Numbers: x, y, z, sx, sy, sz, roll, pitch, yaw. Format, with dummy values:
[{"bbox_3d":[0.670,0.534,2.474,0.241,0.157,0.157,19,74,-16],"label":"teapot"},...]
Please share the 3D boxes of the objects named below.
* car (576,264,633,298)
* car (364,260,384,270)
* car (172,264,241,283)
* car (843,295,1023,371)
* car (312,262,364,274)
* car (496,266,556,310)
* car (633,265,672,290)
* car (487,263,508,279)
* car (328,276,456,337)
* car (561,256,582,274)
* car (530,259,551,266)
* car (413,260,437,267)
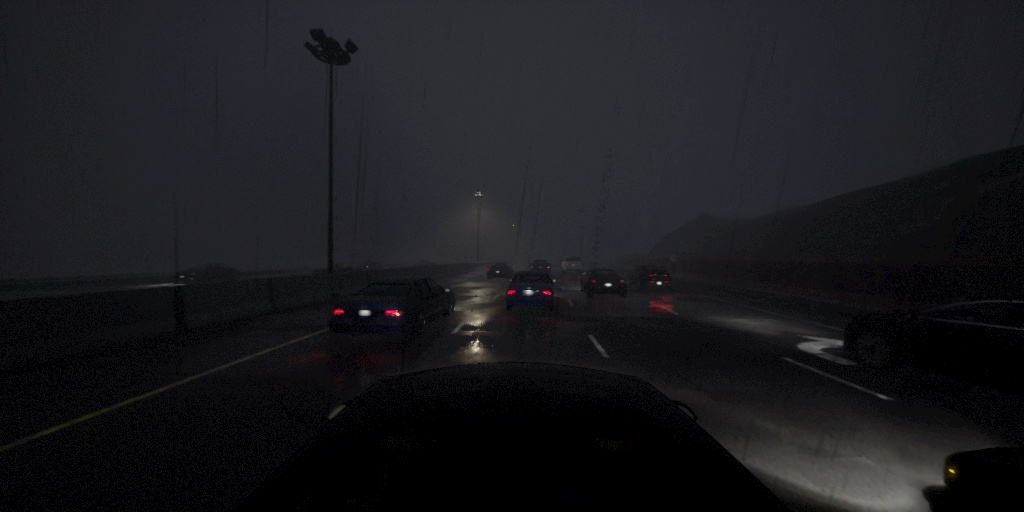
[{"bbox_3d":[4.745,1.335,18.991,1.994,1.385,4.181,0,0,5],"label":"car"},{"bbox_3d":[-17.578,1.239,44.386,1.812,1.442,4.674,0,0,6],"label":"car"},{"bbox_3d":[-22.831,1.255,27.001,1.994,1.385,4.181,0,0,6],"label":"car"},{"bbox_3d":[7.232,1.265,4.837,2.128,1.511,4.902,0,0,1],"label":"car"},{"bbox_3d":[-15.356,1.316,31.523,1.895,1.301,4.718,0,0,6],"label":"car"},{"bbox_3d":[0.820,1.305,14.792,2.033,1.411,5.357,0,0,5],"label":"car"},{"bbox_3d":[8.620,1.289,22.833,1.837,1.490,4.892,0,0,5],"label":"car"},{"bbox_3d":[-1.015,1.323,32.270,1.994,1.385,4.181,0,0,6],"label":"car"},{"bbox_3d":[-3.041,1.292,10.313,2.033,1.411,5.357,0,0,4],"label":"car"},{"bbox_3d":[6.942,1.008,41.723,2.150,2.045,5.566,0,0,6],"label":"car"},{"bbox_3d":[2.878,1.124,36.139,2.097,1.767,4.553,0,0,5],"label":"car"},{"bbox_3d":[-10.596,1.228,43.872,2.128,1.511,4.902,0,0,6],"label":"car"}]
